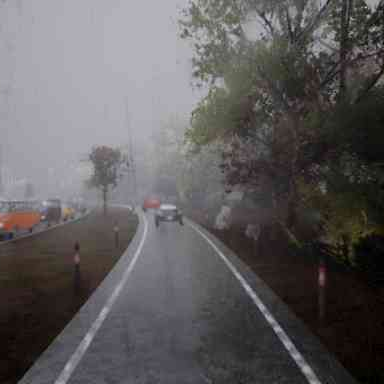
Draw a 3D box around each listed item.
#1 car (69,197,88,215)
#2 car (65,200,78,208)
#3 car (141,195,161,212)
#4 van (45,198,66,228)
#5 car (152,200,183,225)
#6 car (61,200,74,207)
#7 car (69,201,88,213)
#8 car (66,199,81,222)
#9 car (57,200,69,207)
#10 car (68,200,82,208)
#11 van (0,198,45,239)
[{"bbox_3d":[-13.715,1.595,39.620,2.435,2.045,5.566,2,-2,-15],"label":"car"},{"bbox_3d":[-25.733,2.483,70.908,2.231,1.521,4.892,-1,-1,-26],"label":"car"},{"bbox_3d":[-4.910,1.326,40.295,2.150,2.045,5.566,0,0,-14],"label":"car"},{"bbox_3d":[-10.362,1.386,23.106,1.878,1.987,4.442,2,-2,-11],"label":"van"},{"bbox_3d":[-1.736,1.526,23.777,1.812,1.442,4.674,0,0,-8],"label":"car"},{"bbox_3d":[-28.455,2.620,75.926,2.097,1.535,5.008,0,-2,-29],"label":"car"},{"bbox_3d":[-15.247,1.946,45.028,2.231,1.521,4.892,2,-2,-17],"label":"car"},{"bbox_3d":[-11.271,1.673,28.545,1.946,1.575,5.366,2,-2,-9],"label":"car"},{"bbox_3d":[-31.600,2.790,81.305,2.002,1.452,4.674,0,-1,-31],"label":"car"},{"bbox_3d":[-22.971,2.349,65.217,2.097,1.535,5.008,-1,-1,-25],"label":"car"},{"bbox_3d":[-9.667,1.330,17.555,1.878,1.987,4.442,1,-1,-6],"label":"van"}]
